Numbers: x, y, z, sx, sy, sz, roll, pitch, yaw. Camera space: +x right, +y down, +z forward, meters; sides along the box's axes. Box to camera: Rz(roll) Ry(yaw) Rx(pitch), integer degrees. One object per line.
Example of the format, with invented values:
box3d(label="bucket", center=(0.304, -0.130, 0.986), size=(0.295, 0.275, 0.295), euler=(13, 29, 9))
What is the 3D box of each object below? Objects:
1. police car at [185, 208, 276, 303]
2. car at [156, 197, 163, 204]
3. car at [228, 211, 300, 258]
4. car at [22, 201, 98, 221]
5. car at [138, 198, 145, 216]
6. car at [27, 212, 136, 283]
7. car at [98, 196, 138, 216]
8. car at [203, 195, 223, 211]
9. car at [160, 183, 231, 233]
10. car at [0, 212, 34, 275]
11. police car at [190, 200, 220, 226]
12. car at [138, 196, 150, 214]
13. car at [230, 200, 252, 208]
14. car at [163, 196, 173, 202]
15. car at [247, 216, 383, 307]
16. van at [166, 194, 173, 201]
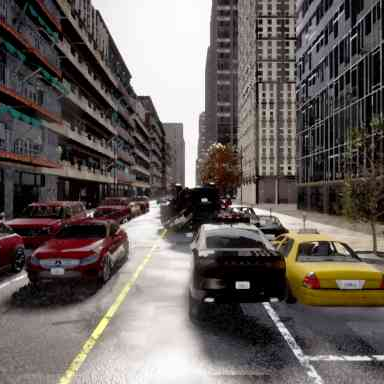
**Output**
box3d(label="police car", center=(0.881, 1.429, 8.406), size=(1.930, 1.638, 5.238), euler=(0, 0, 0))
box3d(label="car", center=(-5.829, 1.677, 64.385), size=(1.947, 1.339, 4.313), euler=(0, 0, 0))
box3d(label="car", center=(2.665, 1.573, 13.435), size=(1.947, 1.339, 4.313), euler=(0, 0, 0))
box3d(label="car", center=(-5.713, 1.322, 13.417), size=(2.192, 1.841, 5.009), euler=(0, 0, 0))
box3d(label="car", center=(-5.752, 1.549, 30.237), size=(1.752, 1.417, 4.829), euler=(0, 0, 0))
box3d(label="car", center=(-3.022, 1.530, 9.792), size=(1.812, 1.442, 4.674), euler=(0, 0, 0))
box3d(label="car", center=(-5.739, 1.331, 24.742), size=(2.192, 1.841, 5.009), euler=(0, 0, 0))
box3d(label="car", center=(2.603, 1.360, 41.750), size=(2.192, 1.841, 5.009), euler=(0, 0, 0))
box3d(label="car", center=(-0.191, 1.208, 18.348), size=(2.150, 2.045, 5.566), euler=(-2, -19, -19))
box3d(label="car", center=(-5.702, 1.443, 7.753), size=(1.967, 1.590, 4.097), euler=(0, 0, 0))
box3d(label="police car", center=(0.846, 1.441, 24.405), size=(1.930, 1.638, 5.238), euler=(0, 0, 0))
box3d(label="car", center=(-5.764, 1.348, 36.070), size=(2.192, 1.841, 5.009), euler=(0, 0, 0))
box3d(label="car", center=(2.653, 1.451, 19.098), size=(1.967, 1.590, 4.097), euler=(0, 0, 0))
box3d(label="car", center=(-5.866, 1.739, 81.374), size=(1.947, 1.339, 4.313), euler=(0, 0, 0))
box3d(label="car", center=(2.677, 1.528, 7.941), size=(1.752, 1.417, 4.829), euler=(0, 0, 0))
box3d(label="van", center=(-5.879, 1.539, 87.040), size=(1.690, 1.788, 3.998), euler=(0, 0, 0))
